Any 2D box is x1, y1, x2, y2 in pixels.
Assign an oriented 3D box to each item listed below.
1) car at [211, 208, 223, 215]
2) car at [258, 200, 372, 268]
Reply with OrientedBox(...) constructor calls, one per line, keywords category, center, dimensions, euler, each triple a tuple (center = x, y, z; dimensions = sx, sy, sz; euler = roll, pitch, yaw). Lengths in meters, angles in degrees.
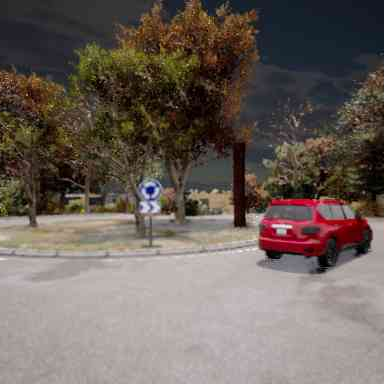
OrientedBox(category="car", center=(5.392, 4.634, 72.331), dimensions=(2.150, 2.045, 5.566), euler=(0, -5, 9))
OrientedBox(category="car", center=(4.561, 1.297, 11.914), dimensions=(2.150, 2.045, 5.566), euler=(-1, -1, 44))
